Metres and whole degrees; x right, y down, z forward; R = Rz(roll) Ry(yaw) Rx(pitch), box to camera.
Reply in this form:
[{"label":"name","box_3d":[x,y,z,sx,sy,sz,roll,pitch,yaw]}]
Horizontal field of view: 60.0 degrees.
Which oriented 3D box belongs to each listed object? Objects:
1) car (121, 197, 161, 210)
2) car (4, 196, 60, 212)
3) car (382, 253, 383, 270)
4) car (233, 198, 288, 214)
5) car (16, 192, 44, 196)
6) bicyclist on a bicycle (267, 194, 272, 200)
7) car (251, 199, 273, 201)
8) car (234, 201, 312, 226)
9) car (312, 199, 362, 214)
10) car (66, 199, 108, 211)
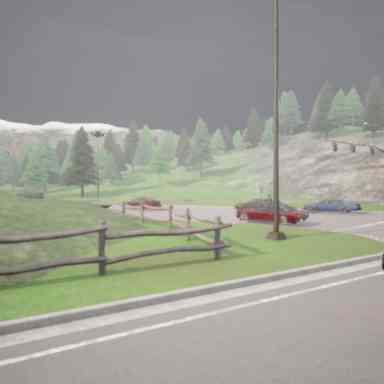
[{"label":"car","box_3d":[-6.102,1.339,39.336,5.008,1.535,1.882,0,0,27]},{"label":"car","box_3d":[-17.134,1.443,36.145,5.357,1.411,2.033,0,0,13]},{"label":"car","box_3d":[6.680,1.557,8.081,4.718,1.301,1.895,0,0,-35]},{"label":"car","box_3d":[7.155,1.400,34.981,5.357,1.411,2.033,0,0,39]},{"label":"car","box_3d":[-23.927,1.088,47.676,5.566,2.045,2.150,0,0,4]},{"label":"bicyclist on a bicycle","box_3d":[9.877,1.121,42.420,0.582,1.620,1.656,0,1,38]},{"label":"car","box_3d":[6.246,1.452,26.203,4.181,1.385,1.994,0,0,44]},{"label":"car","box_3d":[5.339,1.503,22.716,4.718,1.301,1.895,0,0,42]},{"label":"car","box_3d":[14.135,1.391,33.657,5.357,1.411,2.033,0,0,41]},{"label":"car","box_3d":[-12.046,1.479,38.191,4.718,1.301,1.895,0,0,20]}]
